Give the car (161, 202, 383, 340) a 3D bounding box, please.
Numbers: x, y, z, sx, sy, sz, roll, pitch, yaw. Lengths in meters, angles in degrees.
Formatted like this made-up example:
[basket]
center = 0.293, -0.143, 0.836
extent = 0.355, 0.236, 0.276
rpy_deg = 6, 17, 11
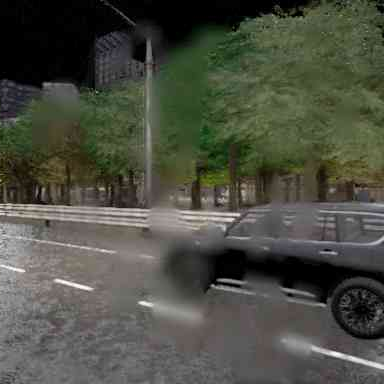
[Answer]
[car]
center = 1.940, 1.223, 6.782
extent = 5.566, 2.045, 2.150
rpy_deg = 0, 0, 36
